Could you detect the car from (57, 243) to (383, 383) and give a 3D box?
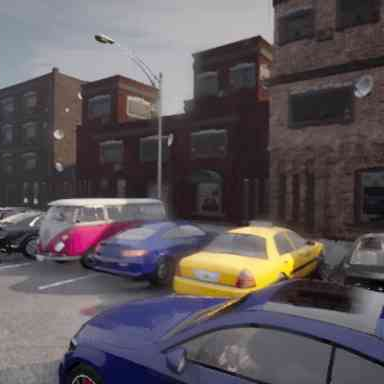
[{"bbox_3d":[0.855,1.521,2.769,4.674,1.442,1.812,0,0,35],"label":"car"}]

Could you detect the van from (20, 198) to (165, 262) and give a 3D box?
[{"bbox_3d":[-2.819,1.206,10.819,1.878,1.987,4.442,0,0,36],"label":"van"}]

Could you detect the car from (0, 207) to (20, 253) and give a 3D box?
[{"bbox_3d":[-5.101,1.419,12.584,2.231,1.521,4.892,0,0,35],"label":"car"}]

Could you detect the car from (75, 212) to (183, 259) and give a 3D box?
[{"bbox_3d":[-0.610,1.485,9.385,2.002,1.452,4.674,0,0,35],"label":"car"}]

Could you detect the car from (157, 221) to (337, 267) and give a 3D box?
[{"bbox_3d":[1.745,1.458,7.937,1.946,1.575,5.366,0,0,35],"label":"car"}]
